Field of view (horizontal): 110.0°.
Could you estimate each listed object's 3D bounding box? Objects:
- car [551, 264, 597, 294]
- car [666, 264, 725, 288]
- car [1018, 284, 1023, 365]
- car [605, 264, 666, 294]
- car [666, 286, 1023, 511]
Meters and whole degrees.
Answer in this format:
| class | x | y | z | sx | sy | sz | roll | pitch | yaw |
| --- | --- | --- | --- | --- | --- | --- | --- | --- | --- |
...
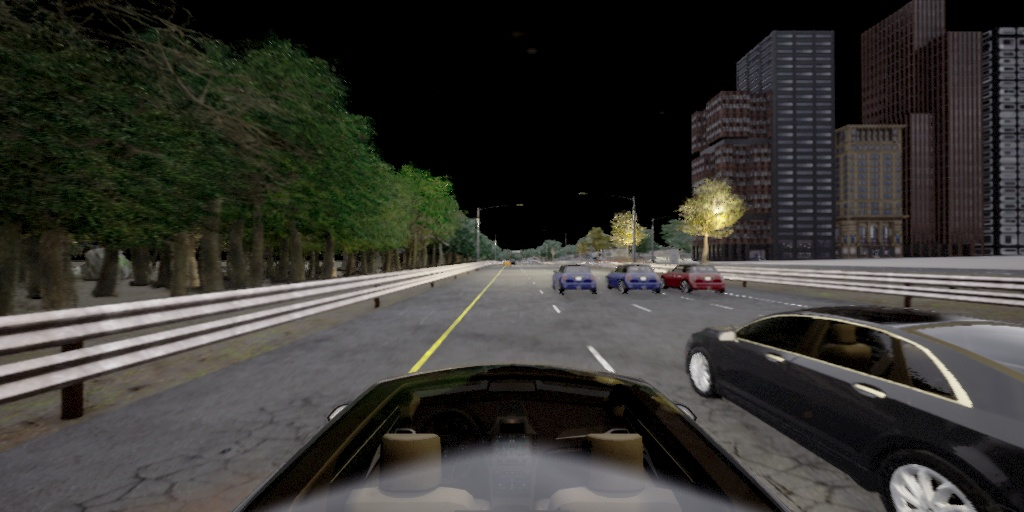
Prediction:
| class | x | y | z | sx | sy | sz | roll | pitch | yaw |
| --- | --- | --- | --- | --- | --- | --- | --- | --- | --- |
| car | 3.608 | 1.260 | 21.523 | 2.097 | 1.767 | 4.553 | 0 | 0 | 0 |
| car | 10.608 | 1.260 | 21.527 | 2.097 | 1.767 | 4.553 | 0 | 0 | 0 |
| car | 10.603 | 1.263 | 4.300 | 2.128 | 1.511 | 4.902 | 0 | 0 | 0 |
| car | 7.108 | 1.260 | 21.523 | 2.097 | 1.767 | 4.553 | 0 | 0 | 0 |
| car | 3.603 | 1.271 | 3.690 | 1.837 | 1.490 | 4.892 | 0 | -1 | 0 |
